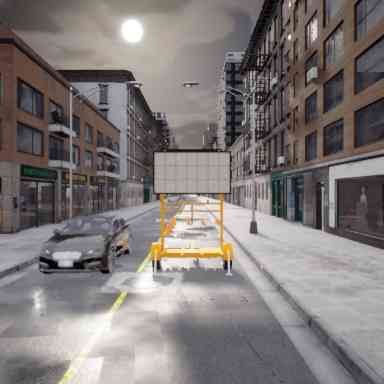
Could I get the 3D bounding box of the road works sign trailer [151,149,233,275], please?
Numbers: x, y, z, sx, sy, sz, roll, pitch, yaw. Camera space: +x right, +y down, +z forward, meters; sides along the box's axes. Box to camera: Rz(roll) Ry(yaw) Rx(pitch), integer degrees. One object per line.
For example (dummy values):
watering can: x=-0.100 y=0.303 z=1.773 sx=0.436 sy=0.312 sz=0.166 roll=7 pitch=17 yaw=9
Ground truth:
road works sign trailer: x=0.004 y=0.466 z=10.393 sx=2.380 sy=3.560 sz=2.880 roll=0 pitch=0 yaw=0

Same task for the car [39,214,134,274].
car: x=-3.095 y=1.494 z=10.606 sx=2.128 sy=1.511 sz=4.902 roll=0 pitch=0 yaw=0

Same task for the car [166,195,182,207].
car: x=-3.070 y=1.582 z=53.474 sx=1.812 sy=1.442 sz=4.674 roll=0 pitch=0 yaw=0
